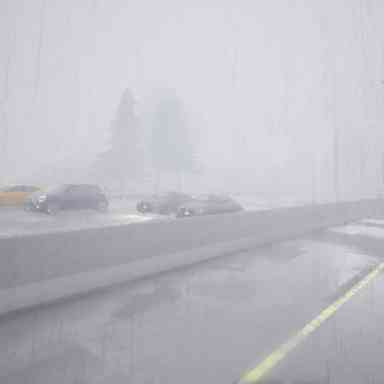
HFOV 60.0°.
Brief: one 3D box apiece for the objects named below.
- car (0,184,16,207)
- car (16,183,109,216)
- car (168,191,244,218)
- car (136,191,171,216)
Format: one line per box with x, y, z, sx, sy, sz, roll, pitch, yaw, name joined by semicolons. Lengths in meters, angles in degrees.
-10.756;0.232;20.101;1.882;1.535;5.008;4;3;40;car
-7.097;0.285;19.004;2.097;1.767;4.553;4;3;40;car
1.046;0.842;17.825;1.994;1.385;4.181;4;3;40;car
-1.372;0.648;20.378;1.994;1.385;4.181;4;3;40;car
